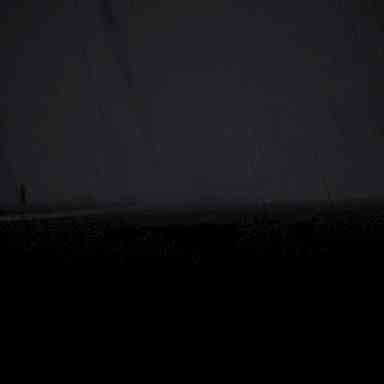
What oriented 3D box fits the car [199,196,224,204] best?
[{"bbox_3d":[3.523,1.355,58.713,2.033,1.411,5.357,0,0,42],"label":"car"}]
